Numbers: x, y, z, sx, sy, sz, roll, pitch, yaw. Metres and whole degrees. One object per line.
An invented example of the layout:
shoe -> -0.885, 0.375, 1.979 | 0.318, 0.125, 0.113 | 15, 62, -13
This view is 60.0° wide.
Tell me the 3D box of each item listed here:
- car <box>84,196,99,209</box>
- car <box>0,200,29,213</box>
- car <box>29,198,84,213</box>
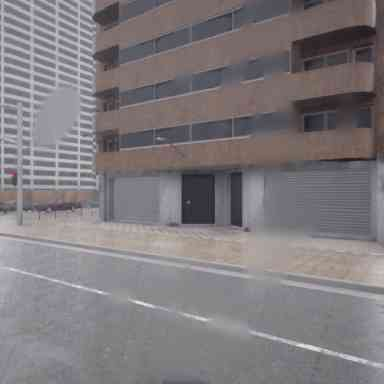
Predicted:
car -> -13.844, 1.564, 45.615 | 1.994, 1.385, 4.181 | 0, 0, 35
car -> -19.538, 1.547, 37.414 | 2.033, 1.411, 5.357 | 0, 0, 35
car -> -15.167, 1.477, 37.575 | 1.882, 1.535, 5.008 | 0, 0, 35
